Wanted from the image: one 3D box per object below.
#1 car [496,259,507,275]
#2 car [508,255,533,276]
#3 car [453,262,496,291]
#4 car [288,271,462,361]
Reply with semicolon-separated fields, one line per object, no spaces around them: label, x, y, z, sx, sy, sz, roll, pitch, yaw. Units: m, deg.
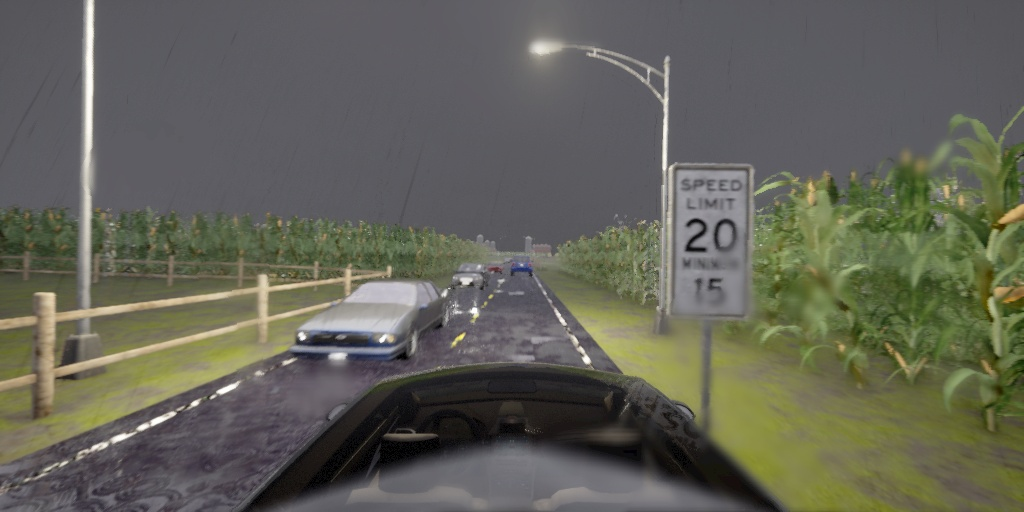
car;-1.848;1.273;37.710;1.895;1.301;4.718;1;0;2
car;0.974;0.950;36.340;2.150;2.045;5.566;1;0;1
car;-2.371;1.179;21.479;2.128;1.511;4.902;1;0;2
car;-2.727;1.241;8.445;2.033;1.411;5.357;1;0;2
